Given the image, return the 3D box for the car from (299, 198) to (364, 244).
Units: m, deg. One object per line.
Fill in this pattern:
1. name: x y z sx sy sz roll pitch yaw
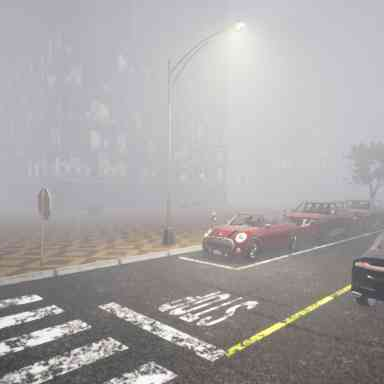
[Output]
1. car: 6.231 1.325 16.271 5.009 1.841 2.192 0 0 -45

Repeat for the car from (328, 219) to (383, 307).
1. car: 4.990 1.495 7.003 4.902 1.511 2.128 0 0 -45

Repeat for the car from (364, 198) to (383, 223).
1. car: 10.227 1.327 20.261 5.009 1.841 2.192 0 0 -45

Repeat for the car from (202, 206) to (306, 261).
1. car: 2.234 1.448 12.283 4.097 1.590 1.967 0 0 -45
